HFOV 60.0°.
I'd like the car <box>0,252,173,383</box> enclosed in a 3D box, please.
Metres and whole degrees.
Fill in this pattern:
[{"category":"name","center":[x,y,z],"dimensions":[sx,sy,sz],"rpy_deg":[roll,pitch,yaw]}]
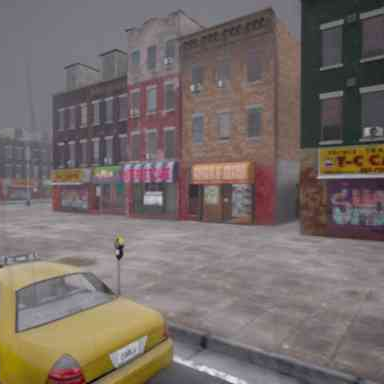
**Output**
[{"category":"car","center":[-2.496,1.517,4.576],"dimensions":[4.829,1.417,1.752],"rpy_deg":[0,0,35]}]
